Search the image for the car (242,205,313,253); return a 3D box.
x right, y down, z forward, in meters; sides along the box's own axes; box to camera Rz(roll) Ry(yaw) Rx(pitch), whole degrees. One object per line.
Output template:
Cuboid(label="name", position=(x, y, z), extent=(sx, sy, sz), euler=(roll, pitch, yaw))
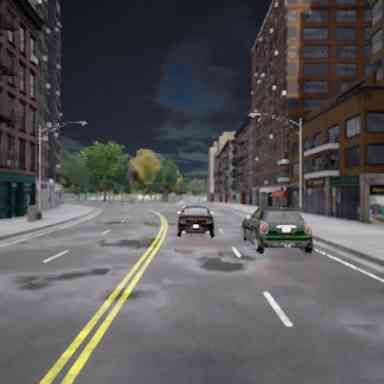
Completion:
Cuboid(label="car", position=(3.422, 1.402, 14.129), extent=(2.097, 1.767, 4.553), euler=(0, 0, 0))

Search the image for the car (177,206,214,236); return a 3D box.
Cuboid(label="car", position=(0.203, 1.538, 18.720), extent=(1.882, 1.535, 5.008), euler=(0, 0, 0))
